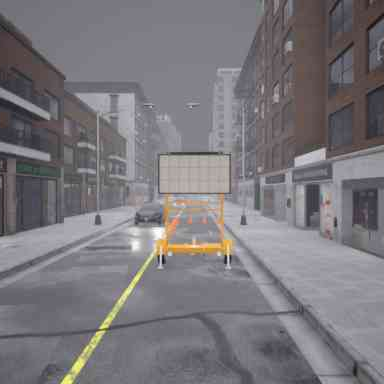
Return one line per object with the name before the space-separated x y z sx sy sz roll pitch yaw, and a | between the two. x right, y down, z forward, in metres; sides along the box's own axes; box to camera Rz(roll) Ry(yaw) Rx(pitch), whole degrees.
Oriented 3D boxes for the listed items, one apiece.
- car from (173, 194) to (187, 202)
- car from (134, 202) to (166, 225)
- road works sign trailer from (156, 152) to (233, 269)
car | -2.531 1.308 65.519 2.097 1.767 4.553 0 0 1
car | -2.918 1.500 23.776 1.837 1.490 4.892 0 0 0
road works sign trailer | 0.084 0.463 11.170 2.380 3.560 2.880 0 0 0
